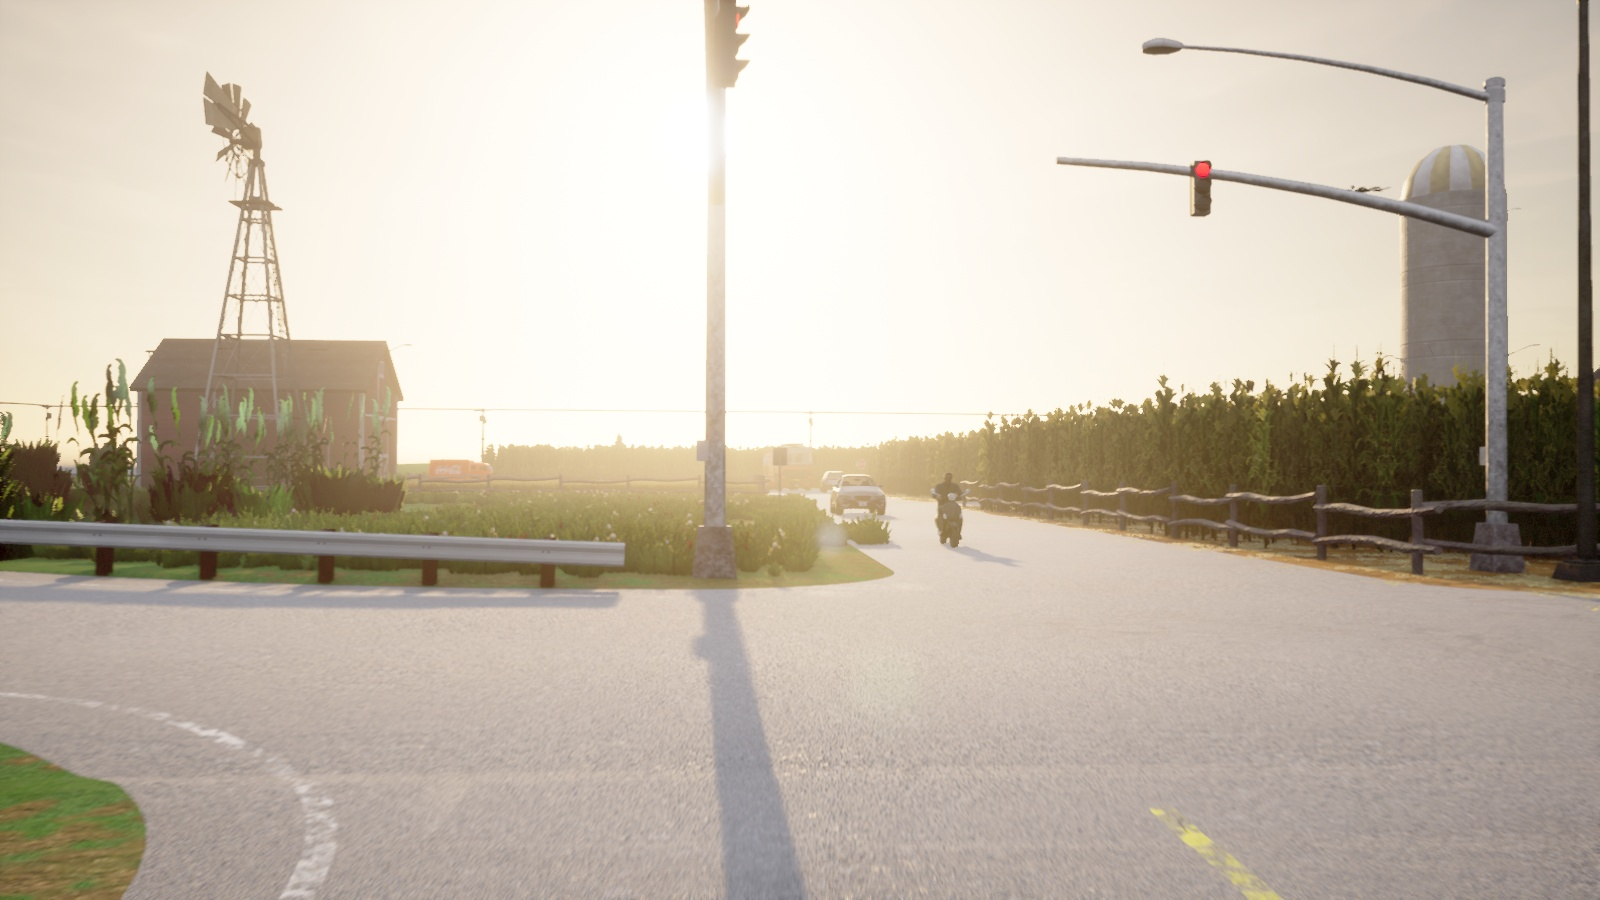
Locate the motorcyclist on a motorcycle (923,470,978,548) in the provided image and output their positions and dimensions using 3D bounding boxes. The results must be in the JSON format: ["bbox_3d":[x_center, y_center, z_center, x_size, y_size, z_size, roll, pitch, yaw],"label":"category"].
[{"bbox_3d":[3.200,1.241,26.909,0.866,1.590,1.817,0,-1,-3],"label":"motorcyclist on a motorcycle"}]

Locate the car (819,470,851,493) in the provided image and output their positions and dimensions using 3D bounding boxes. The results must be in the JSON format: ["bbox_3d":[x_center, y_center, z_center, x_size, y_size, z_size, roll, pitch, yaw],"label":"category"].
[{"bbox_3d":[2.609,2.343,94.054,2.033,1.649,4.856,0,-1,-3],"label":"car"}]

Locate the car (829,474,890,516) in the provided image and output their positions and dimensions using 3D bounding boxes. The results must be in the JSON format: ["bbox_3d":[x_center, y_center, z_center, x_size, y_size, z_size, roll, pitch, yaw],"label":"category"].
[{"bbox_3d":[2.136,1.629,46.238,1.816,1.474,4.193,0,-1,-3],"label":"car"}]
